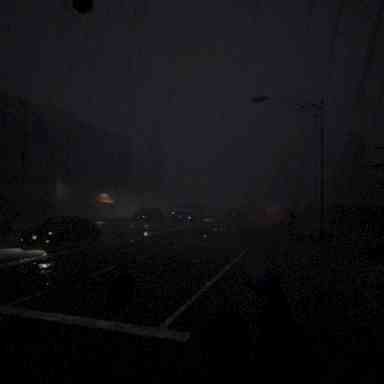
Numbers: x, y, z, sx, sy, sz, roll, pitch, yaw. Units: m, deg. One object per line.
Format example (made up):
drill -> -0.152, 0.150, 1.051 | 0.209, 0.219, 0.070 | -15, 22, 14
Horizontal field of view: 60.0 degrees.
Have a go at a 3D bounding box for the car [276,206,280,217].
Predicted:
car -> 12.523, 2.883, 51.751 | 2.097, 1.767, 4.553 | 0, -2, 19

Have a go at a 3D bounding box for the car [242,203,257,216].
car -> 8.902, 2.699, 51.978 | 2.150, 2.045, 5.566 | 0, -1, 18

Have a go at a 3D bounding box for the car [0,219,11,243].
car -> -10.625, 1.683, 14.868 | 1.882, 1.535, 5.008 | 1, -1, 18

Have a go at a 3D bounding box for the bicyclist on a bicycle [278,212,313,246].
bicyclist on a bicycle -> 5.063, 1.809, 16.301 | 1.656, 1.620, 0.582 | 0, -2, 18

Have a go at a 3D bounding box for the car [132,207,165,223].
car -> -4.375, 2.302, 34.101 | 1.837, 1.490, 4.892 | 0, -1, 18

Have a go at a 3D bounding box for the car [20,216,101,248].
car -> -6.376, 1.886, 16.631 | 1.994, 1.385, 4.181 | 1, -1, 18

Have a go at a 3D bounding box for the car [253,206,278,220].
car -> 9.303, 2.825, 41.736 | 1.895, 1.301, 4.718 | 0, -2, 19

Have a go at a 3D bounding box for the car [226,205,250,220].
car -> 5.626, 2.726, 41.783 | 1.994, 1.385, 4.181 | 0, -2, 19

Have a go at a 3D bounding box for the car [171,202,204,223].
car -> -0.323, 2.116, 35.232 | 2.150, 2.045, 5.566 | 0, -1, 18
